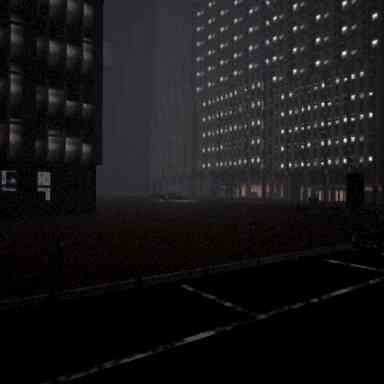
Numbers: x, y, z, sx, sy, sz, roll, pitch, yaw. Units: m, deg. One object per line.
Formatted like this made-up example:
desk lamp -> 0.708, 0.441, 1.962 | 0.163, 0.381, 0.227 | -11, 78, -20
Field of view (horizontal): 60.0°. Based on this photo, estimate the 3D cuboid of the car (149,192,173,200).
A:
car -> -5.968, 0.699, 59.309 | 1.837, 1.490, 4.892 | 1, 1, -35

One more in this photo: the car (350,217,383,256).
car -> 7.479, 1.553, 12.043 | 4.403, 1.369, 2.008 | 0, 1, -35

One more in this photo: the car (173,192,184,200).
car -> -3.299, 0.733, 61.163 | 1.837, 1.490, 4.892 | 1, 1, -35
